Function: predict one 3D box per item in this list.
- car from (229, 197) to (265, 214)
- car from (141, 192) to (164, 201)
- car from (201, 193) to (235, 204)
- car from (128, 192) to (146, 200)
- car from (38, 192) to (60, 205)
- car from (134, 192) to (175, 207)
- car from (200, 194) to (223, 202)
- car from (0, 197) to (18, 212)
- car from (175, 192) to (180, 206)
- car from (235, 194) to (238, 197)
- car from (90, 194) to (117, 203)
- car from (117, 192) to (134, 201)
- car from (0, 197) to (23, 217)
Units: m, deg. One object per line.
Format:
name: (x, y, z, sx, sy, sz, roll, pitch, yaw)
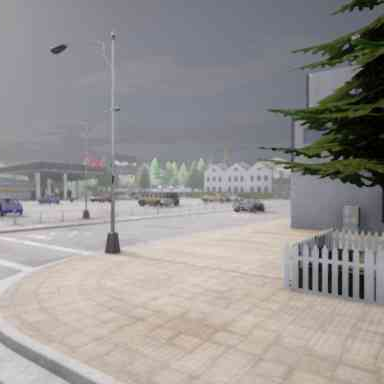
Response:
car: (6.029, 1.496, 34.739, 1.994, 1.385, 4.181, 0, 0, 36)
car: (-8.194, 0.938, 68.672, 4.605, 1.855, 1.932, 0, 0, 36)
car: (4.024, 1.054, 55.915, 5.027, 1.636, 2.152, 0, 0, 36)
car: (-12.628, 0.890, 75.956, 3.866, 1.878, 1.905, 0, 0, 36)
car: (-22.000, 1.157, 50.954, 3.633, 1.501, 1.845, 0, 0, 36)
car: (-4.870, 0.998, 42.971, 4.605, 1.855, 1.932, 0, 0, 36)
car: (3.984, 1.173, 68.404, 4.514, 1.523, 2.007, 0, 0, 36)
car: (-20.157, 1.259, 34.791, 3.806, 1.475, 1.970, 0, 0, 36)
car: (-3.496, 0.977, 45.564, 3.866, 1.878, 1.905, 0, 0, 36)
car: (7.534, 1.132, 61.297, 3.806, 1.475, 1.970, 0, 0, 36)
car: (-16.092, 1.136, 59.013, 4.514, 1.523, 2.007, 0, 0, 36)
car: (-15.077, 1.172, 73.626, 3.806, 1.475, 1.970, 0, 0, 36)
car: (-15.905, 1.274, 28.018, 3.633, 1.501, 1.845, 0, 0, 36)
